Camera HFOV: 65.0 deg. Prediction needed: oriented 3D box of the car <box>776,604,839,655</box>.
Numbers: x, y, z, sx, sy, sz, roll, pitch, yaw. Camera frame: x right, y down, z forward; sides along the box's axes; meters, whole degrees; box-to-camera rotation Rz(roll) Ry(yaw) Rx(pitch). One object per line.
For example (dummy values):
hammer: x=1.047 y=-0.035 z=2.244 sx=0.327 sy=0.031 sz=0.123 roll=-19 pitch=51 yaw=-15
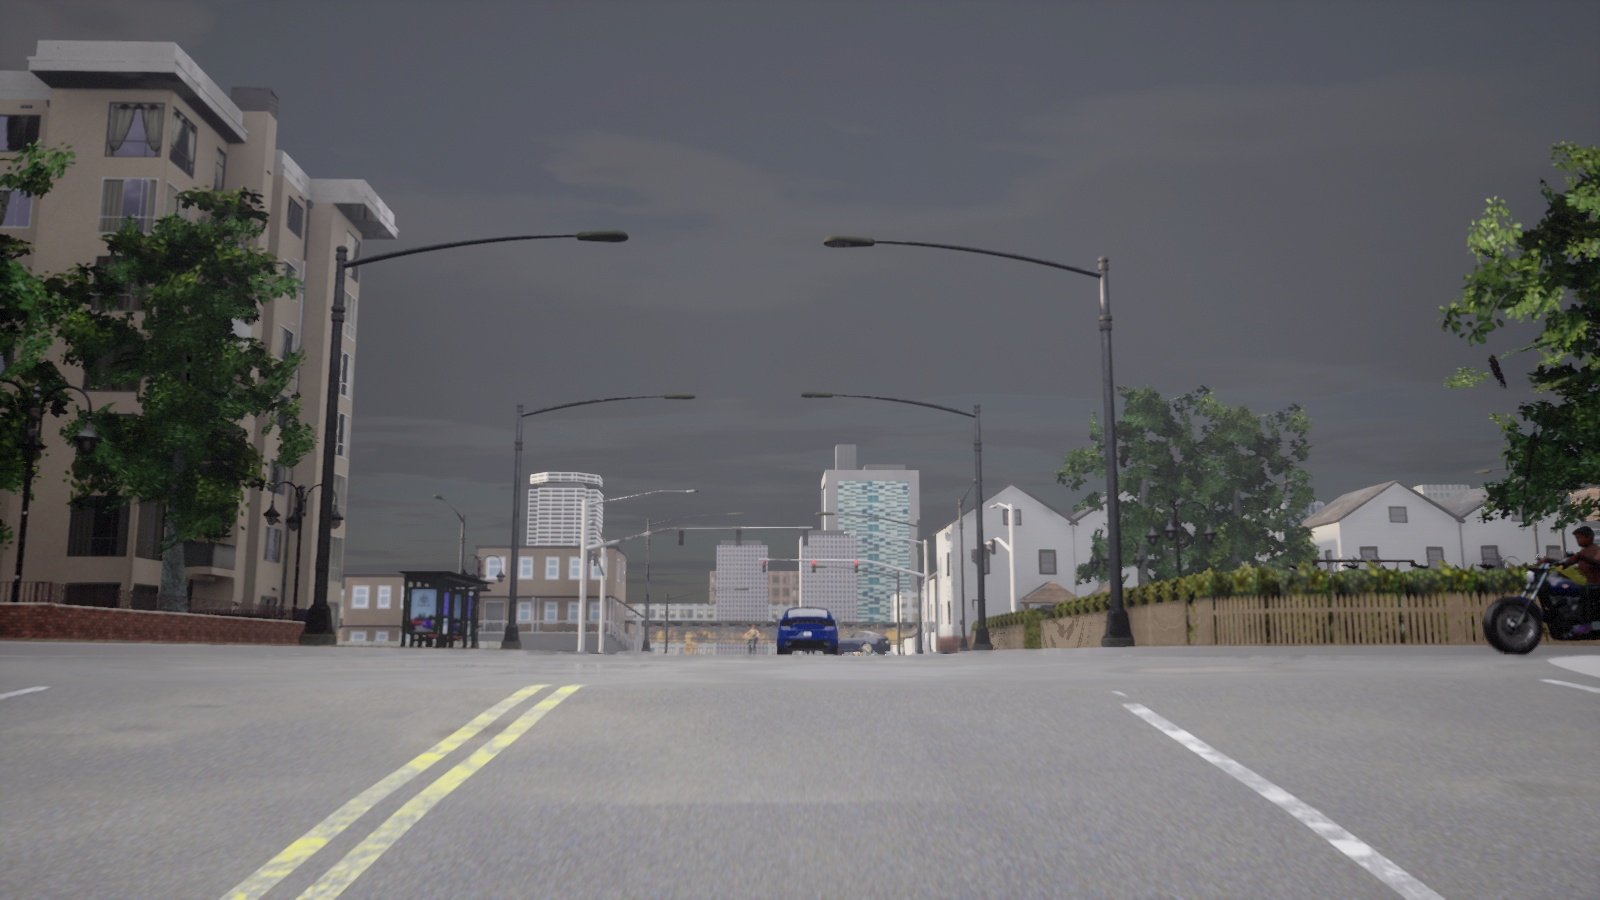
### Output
car: x=0.238 y=5.792 z=40.186 sx=1.882 sy=1.535 sz=5.008 roll=0 pitch=-9 yaw=0

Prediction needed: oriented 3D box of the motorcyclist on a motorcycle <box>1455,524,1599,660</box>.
motorcyclist on a motorcycle: x=9.642 y=1.785 z=15.713 sx=2.350 sy=1.649 sz=0.766 roll=0 pitch=-9 yaw=0

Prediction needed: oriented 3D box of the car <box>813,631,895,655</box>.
car: x=3.427 y=12.298 z=79.937 sx=4.792 sy=1.488 sz=2.163 roll=-5 pitch=-11 yaw=32

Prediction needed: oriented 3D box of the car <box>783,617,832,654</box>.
car: x=0.306 y=7.724 z=52.095 sx=1.970 sy=1.475 sz=3.806 roll=0 pitch=-9 yaw=0
